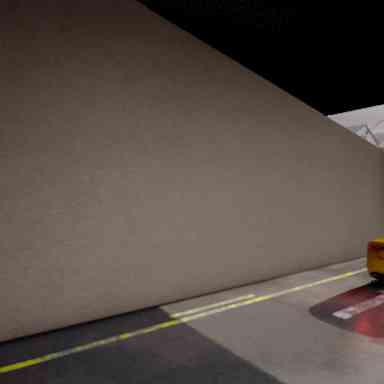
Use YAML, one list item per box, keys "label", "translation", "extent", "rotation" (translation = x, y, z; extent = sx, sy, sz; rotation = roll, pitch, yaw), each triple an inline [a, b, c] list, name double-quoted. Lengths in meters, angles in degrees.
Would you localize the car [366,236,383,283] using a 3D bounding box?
- label: "car"
  translation: [6.317, 1.421, 8.277]
  extent: [5.008, 1.535, 1.882]
  rotation: [0, 0, -35]
